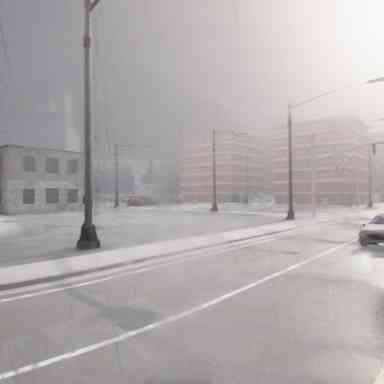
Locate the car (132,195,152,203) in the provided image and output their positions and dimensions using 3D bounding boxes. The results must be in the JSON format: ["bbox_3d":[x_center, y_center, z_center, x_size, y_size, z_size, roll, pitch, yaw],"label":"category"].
[{"bbox_3d":[-12.145,1.693,80.545,4.553,1.767,2.097,-1,-1,40],"label":"car"}]

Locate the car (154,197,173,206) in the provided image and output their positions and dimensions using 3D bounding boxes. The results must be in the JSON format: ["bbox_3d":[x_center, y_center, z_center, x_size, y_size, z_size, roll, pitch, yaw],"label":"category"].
[{"bbox_3d":[-6.565,1.879,62.042,4.902,1.511,2.128,0,0,41],"label":"car"}]

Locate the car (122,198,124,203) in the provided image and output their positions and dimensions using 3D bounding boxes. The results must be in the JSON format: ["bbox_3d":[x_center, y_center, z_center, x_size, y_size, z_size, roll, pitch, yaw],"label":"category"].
[{"bbox_3d":[-14.401,1.679,77.869,4.553,1.767,2.097,-1,-1,40],"label":"car"}]

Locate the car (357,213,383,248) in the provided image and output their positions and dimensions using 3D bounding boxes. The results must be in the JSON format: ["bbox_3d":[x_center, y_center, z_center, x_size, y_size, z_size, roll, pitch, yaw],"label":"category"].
[{"bbox_3d":[9.069,1.669,15.056,2.033,1.411,5.357,-1,-1,39],"label":"car"}]

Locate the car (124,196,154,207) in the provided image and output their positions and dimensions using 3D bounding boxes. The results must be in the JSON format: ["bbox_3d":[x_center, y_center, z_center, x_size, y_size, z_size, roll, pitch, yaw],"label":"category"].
[{"bbox_3d":[-9.590,1.725,60.003,4.553,1.767,2.097,0,0,41],"label":"car"}]

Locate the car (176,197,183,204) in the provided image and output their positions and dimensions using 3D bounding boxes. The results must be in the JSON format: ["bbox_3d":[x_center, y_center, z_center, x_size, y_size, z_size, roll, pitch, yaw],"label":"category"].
[{"bbox_3d":[-4.190,1.913,73.839,4.892,1.490,1.837,0,0,40],"label":"car"}]

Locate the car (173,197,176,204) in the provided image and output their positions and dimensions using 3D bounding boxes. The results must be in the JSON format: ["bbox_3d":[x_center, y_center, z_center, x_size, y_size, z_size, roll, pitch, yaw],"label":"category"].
[{"bbox_3d":[-6.446,1.924,71.163,4.902,1.511,2.128,0,0,40],"label":"car"}]
